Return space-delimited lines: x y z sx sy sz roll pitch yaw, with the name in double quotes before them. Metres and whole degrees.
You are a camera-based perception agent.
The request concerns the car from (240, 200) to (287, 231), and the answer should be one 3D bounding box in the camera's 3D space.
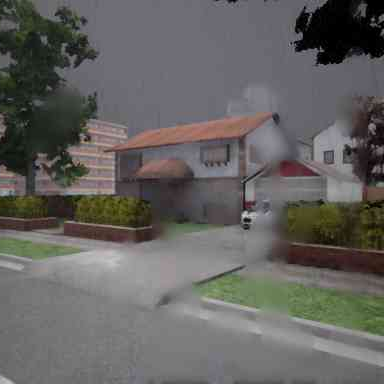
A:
"car" 4.101 1.168 17.378 1.970 1.475 3.806 0 0 36
